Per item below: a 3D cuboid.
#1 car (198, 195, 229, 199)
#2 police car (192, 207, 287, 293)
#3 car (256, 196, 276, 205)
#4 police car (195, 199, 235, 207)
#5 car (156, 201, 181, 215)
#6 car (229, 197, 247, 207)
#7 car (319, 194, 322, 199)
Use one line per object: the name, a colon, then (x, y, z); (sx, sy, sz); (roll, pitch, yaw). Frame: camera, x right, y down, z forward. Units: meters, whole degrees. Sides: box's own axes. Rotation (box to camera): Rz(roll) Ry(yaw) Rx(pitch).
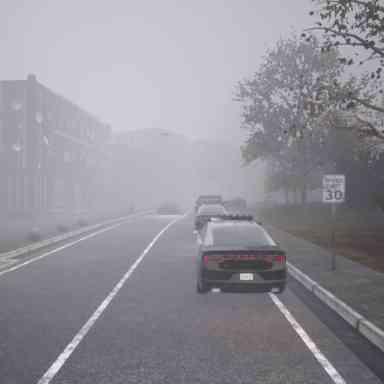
car: (1.387, 1.226, 24.672); (2.150, 2.045, 5.566); (0, 0, 5)
police car: (1.050, 1.428, 8.987); (1.930, 1.638, 5.238); (0, 0, 0)
car: (12.258, 1.308, 55.313); (1.812, 1.442, 4.674); (-1, 1, 40)
police car: (1.101, 1.429, 18.924); (1.930, 1.638, 5.238); (0, 0, 1)
car: (-2.319, 1.575, 33.973); (1.994, 1.385, 4.181); (0, 0, 6)
car: (5.936, 1.406, 45.032); (1.882, 1.535, 5.008); (0, 0, 28)
car: (30.354, 0.730, 73.920); (4.902, 1.511, 2.128); (-2, 0, -27)
